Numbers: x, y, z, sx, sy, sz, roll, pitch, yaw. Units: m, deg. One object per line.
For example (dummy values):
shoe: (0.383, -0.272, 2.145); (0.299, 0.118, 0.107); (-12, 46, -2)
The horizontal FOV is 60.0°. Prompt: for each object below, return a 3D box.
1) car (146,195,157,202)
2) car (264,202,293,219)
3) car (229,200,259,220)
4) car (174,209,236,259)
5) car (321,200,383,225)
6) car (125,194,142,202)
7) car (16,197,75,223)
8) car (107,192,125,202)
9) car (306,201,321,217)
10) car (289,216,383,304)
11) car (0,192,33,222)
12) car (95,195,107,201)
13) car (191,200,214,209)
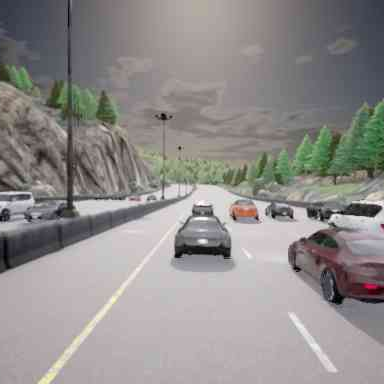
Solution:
car: (-8.407, 1.354, 69.544); (1.837, 1.490, 4.892); (1, 0, 2)
car: (7.978, 1.662, 30.605); (1.812, 1.442, 4.674); (1, 0, 2)
car: (4.424, 1.429, 28.899); (2.097, 1.767, 4.553); (1, 0, 2)
car: (0.415, 1.572, 12.782); (1.994, 1.385, 4.181); (1, 0, 2)
car: (7.447, 1.348, 13.473); (2.150, 2.045, 5.566); (1, 0, 2)
car: (-11.901, 1.151, 69.683); (2.097, 1.767, 4.553); (1, 0, 2)
car: (-9.939, 1.326, 23.701); (2.128, 1.511, 4.902); (1, 0, 2)
car: (-15.399, 0.962, 69.733); (2.150, 2.045, 5.566); (1, 0, 2)
car: (11.420, 1.547, 28.682); (2.097, 1.767, 4.553); (1, 0, 2)
car: (3.765, 1.589, 8.127); (1.812, 1.442, 4.674); (1, 0, 2)
car: (-13.427, 0.997, 23.990); (2.150, 2.045, 5.566); (1, 0, 2)
car: (-18.903, 1.273, 69.842); (1.895, 1.301, 4.718); (1, 0, 2)
car: (0.953, 1.509, 29.895); (2.128, 1.511, 4.902); (1, 0, 2)
